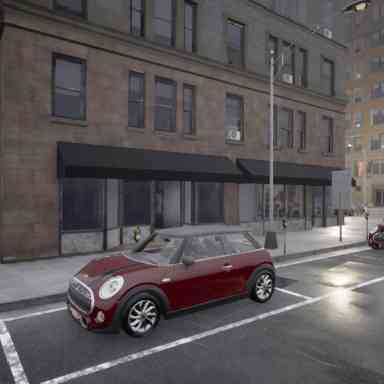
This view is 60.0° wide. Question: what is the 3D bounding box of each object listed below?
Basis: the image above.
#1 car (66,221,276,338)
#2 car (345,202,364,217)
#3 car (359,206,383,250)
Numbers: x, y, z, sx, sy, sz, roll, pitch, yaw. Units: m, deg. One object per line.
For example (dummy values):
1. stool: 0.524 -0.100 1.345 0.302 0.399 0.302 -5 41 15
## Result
1. car: -0.282 1.441 6.563 4.097 1.590 1.967 0 0 -36
2. car: 12.354 1.252 29.695 2.097 1.767 4.553 1 0 -36
3. car: 8.648 1.445 12.963 4.097 1.590 1.967 0 0 -36
